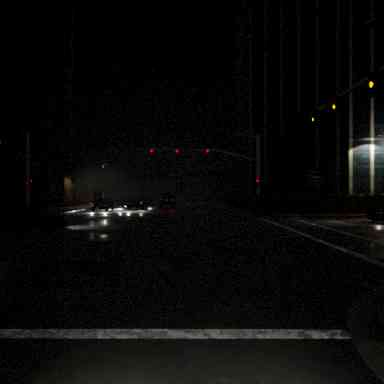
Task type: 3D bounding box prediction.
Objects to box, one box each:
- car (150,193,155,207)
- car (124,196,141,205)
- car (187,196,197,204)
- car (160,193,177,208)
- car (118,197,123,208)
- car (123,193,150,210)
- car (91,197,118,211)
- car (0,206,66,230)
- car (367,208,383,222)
[{"bbox_3d":[-7.136,1.221,52.900,2.150,2.045,5.566,0,0,0],"label":"car"},{"bbox_3d":[-10.608,1.491,59.342,2.128,1.511,4.902,0,0,0],"label":"car"},{"bbox_3d":[-0.062,1.525,64.957,1.812,1.442,4.674,0,0,0],"label":"car"},{"bbox_3d":[-3.444,1.221,48.190,2.150,2.045,5.566,0,0,0],"label":"car"},{"bbox_3d":[-10.639,1.491,49.159,2.128,1.511,4.902,0,0,0],"label":"car"},{"bbox_3d":[-7.139,1.352,43.399,2.097,1.767,4.553,0,0,0],"label":"car"},{"bbox_3d":[-10.617,1.526,39.890,1.812,1.442,4.674,0,0,0],"label":"car"},{"bbox_3d":[-10.331,1.548,19.511,5.357,1.411,2.033,0,0,-33],"label":"car"},{"bbox_3d":[15.460,1.478,24.329,5.008,1.535,1.882,0,0,-1],"label":"car"}]
